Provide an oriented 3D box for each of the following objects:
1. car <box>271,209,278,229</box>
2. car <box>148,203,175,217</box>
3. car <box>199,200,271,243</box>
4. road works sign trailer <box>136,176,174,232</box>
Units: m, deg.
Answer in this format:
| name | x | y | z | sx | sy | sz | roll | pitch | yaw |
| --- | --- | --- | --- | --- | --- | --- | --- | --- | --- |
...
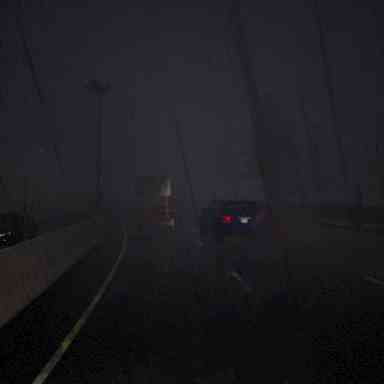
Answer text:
| name | x | y | z | sx | sy | sz | roll | pitch | yaw |
| --- | --- | --- | --- | --- | --- | --- | --- | --- | --- |
| car | 4.158 | 1.590 | 23.245 | 2.097 | 1.767 | 4.553 | 0 | -1 | -12 |
| car | -3.390 | 1.951 | 36.412 | 2.033 | 1.411 | 5.357 | 0 | -1 | -21 |
| car | 1.858 | 1.403 | 17.353 | 2.150 | 2.045 | 5.566 | 0 | -1 | -10 |
| road works sign trailer | -2.572 | 0.713 | 22.248 | 2.380 | 3.560 | 2.880 | 0 | -1 | -16 |
